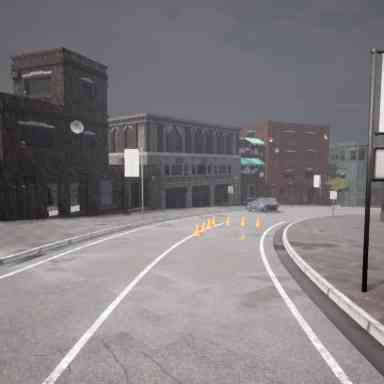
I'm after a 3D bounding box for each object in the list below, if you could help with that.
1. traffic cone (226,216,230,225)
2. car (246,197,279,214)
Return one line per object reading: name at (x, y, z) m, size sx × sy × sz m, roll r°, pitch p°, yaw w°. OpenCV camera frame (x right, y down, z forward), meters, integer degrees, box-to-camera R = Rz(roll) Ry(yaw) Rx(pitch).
traffic cone at (2.484, 1.956, 22.684) m, size 0.340 × 0.580 × 0.340 m, roll 2°, pitch 0°, yaw 12°
car at (7.819, 1.379, 36.581) m, size 2.097 × 1.767 × 4.553 m, roll 4°, pitch 2°, yaw 39°
